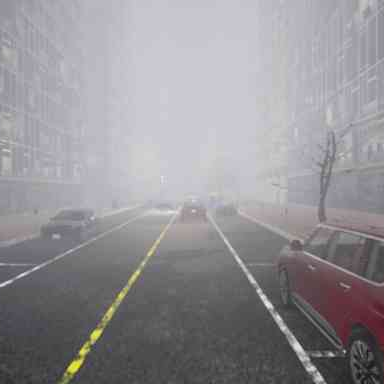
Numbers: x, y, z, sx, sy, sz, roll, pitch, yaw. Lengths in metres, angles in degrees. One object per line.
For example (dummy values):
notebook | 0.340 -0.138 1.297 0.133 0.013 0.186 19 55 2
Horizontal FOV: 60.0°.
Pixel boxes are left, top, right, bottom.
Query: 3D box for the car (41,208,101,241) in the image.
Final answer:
car | -5.682 1.486 16.136 1.947 1.339 4.313 0 0 0

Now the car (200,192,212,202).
car | 2.725 0.915 67.404 2.192 1.841 5.009 0 0 0

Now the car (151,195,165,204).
car | -5.662 1.245 56.016 1.947 1.339 4.313 0 0 0

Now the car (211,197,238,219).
car | 2.704 1.402 27.526 1.887 1.381 4.507 0 0 0

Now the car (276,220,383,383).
car | 2.693 1.292 4.733 2.192 1.841 5.009 0 0 0

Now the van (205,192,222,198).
van | 2.711 1.130 38.917 1.690 1.788 3.998 0 0 0

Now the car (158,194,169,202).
car | -5.656 1.127 67.240 1.752 1.417 4.829 0 0 0

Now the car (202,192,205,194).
car | 2.721 1.206 61.709 1.947 1.339 4.313 0 0 0

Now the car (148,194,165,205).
car | -5.664 1.267 50.320 2.008 1.369 4.403 0 0 0

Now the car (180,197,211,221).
car | 0.112 1.370 25.889 2.163 1.488 4.792 0 0 0

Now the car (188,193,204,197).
car | 0.120 1.267 42.862 2.163 1.488 4.792 0 0 0

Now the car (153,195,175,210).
car | -3.078 1.390 38.860 1.895 1.301 4.718 0 0 0
